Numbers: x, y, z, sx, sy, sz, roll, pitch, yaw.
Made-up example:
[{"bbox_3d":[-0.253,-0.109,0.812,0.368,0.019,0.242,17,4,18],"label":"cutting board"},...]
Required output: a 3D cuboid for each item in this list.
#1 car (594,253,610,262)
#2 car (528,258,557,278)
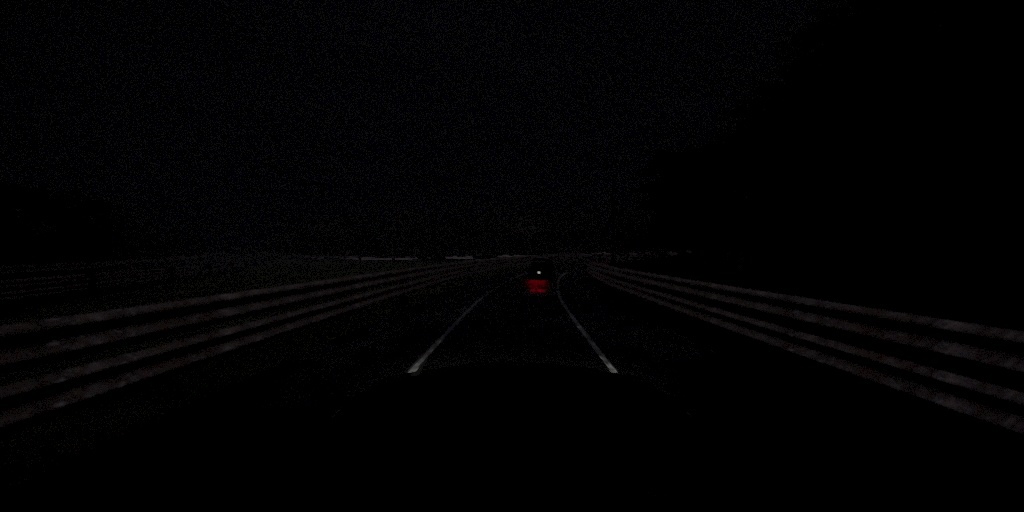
[{"bbox_3d":[15.520,0.277,61.761,2.128,1.511,4.902,1,1,32],"label":"car"},{"bbox_3d":[2.494,0.906,29.047,1.837,1.490,4.892,0,2,12],"label":"car"}]
